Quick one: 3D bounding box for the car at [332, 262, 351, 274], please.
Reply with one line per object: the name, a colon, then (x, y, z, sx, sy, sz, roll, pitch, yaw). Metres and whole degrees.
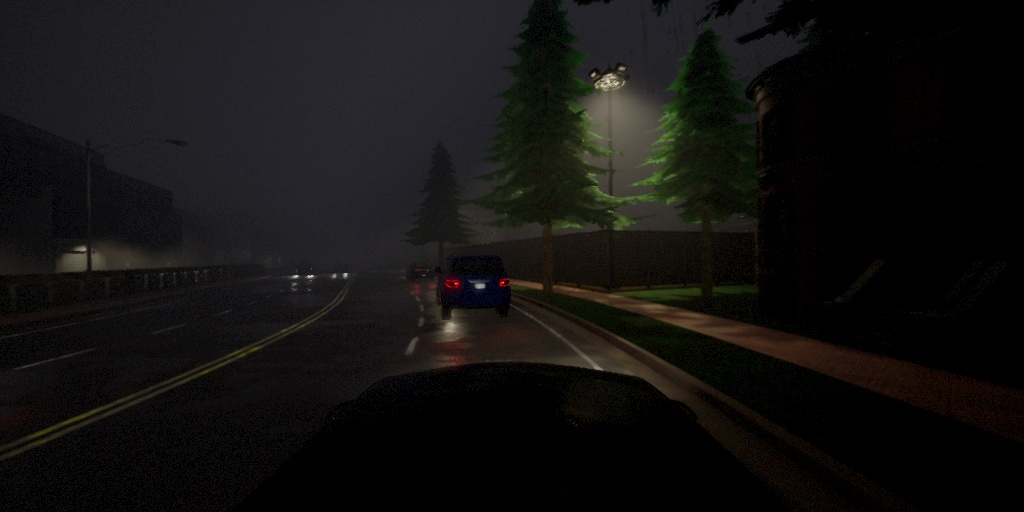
car: (-21.718, 1.490, 45.734, 1.994, 1.385, 4.181, 0, 0, -22)

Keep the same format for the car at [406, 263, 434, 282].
car: (-7.729, 1.301, 30.061, 2.128, 1.511, 4.902, 0, 0, -22)

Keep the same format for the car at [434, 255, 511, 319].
car: (-1.568, 0.983, 13.157, 2.150, 2.045, 5.566, 0, 0, -14)

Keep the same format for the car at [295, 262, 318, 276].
car: (-23.910, 1.449, 41.743, 1.837, 1.490, 4.892, 0, -1, -22)
